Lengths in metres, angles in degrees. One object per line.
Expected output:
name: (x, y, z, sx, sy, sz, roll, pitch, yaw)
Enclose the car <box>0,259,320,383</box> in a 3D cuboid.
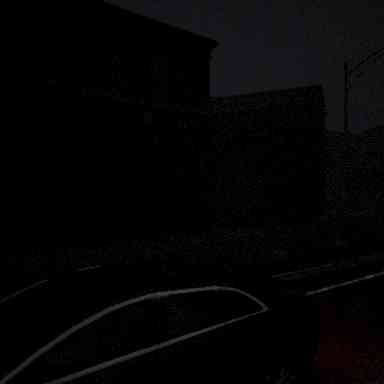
car: (-0.865, 1.493, 3.035, 4.902, 1.511, 2.128, 0, 0, -35)
